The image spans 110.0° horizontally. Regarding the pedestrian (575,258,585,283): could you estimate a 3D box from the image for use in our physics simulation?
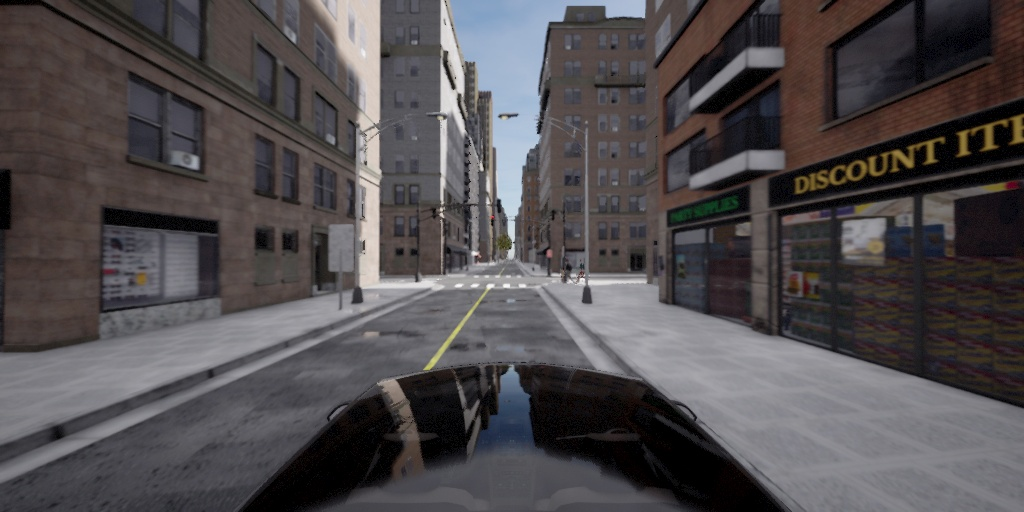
[{"bbox_3d":[4.766,0.996,24.803,0.375,1.860,0.375,0,0,0],"label":"pedestrian"}]

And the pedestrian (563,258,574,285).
[{"bbox_3d":[3.799,0.997,24.203,0.375,1.860,0.375,0,0,0],"label":"pedestrian"}]
